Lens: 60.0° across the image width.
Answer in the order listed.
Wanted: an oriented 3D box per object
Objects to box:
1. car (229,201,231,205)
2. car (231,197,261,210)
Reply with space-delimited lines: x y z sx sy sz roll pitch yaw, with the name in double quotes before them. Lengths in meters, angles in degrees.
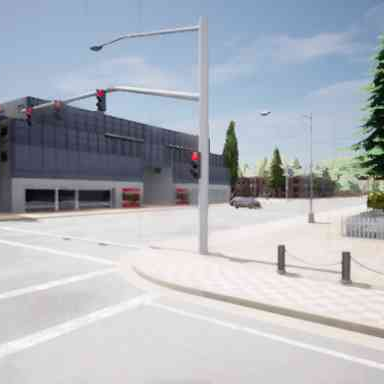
"car" 7.375 1.408 48.147 2.033 1.411 5.357 0 0 36
"car" 7.063 1.446 41.764 1.994 1.385 4.181 0 0 36
